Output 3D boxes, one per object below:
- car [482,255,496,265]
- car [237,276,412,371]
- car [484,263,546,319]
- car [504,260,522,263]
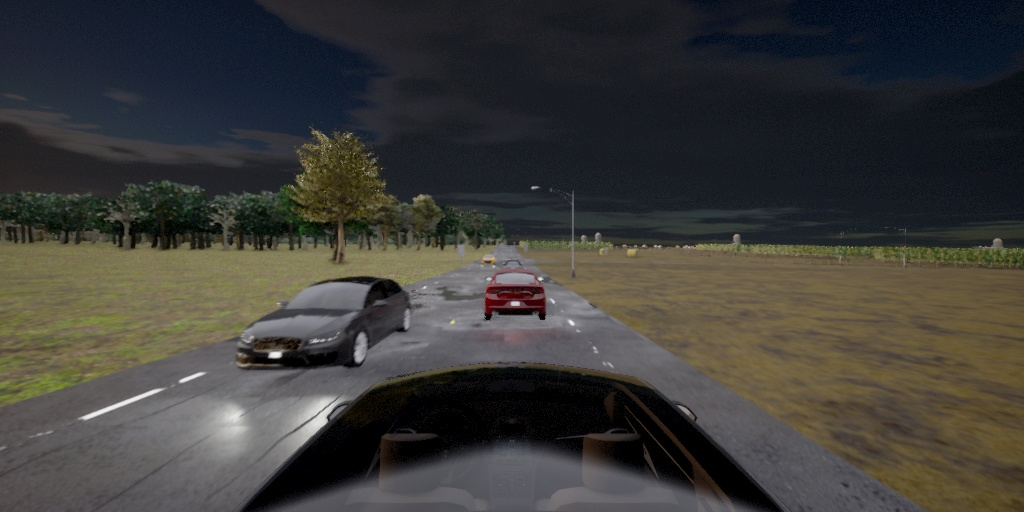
[{"bbox_3d":[-3.515,0.579,54.739,1.882,1.535,5.008,0,1,0],"label":"car"},{"bbox_3d":[-3.601,1.241,7.882,1.837,1.490,4.892,0,0,0],"label":"car"},{"bbox_3d":[0.099,1.187,12.669,1.882,1.535,5.008,0,0,0],"label":"car"},{"bbox_3d":[0.094,1.084,33.496,1.994,1.385,4.181,0,1,0],"label":"car"}]
